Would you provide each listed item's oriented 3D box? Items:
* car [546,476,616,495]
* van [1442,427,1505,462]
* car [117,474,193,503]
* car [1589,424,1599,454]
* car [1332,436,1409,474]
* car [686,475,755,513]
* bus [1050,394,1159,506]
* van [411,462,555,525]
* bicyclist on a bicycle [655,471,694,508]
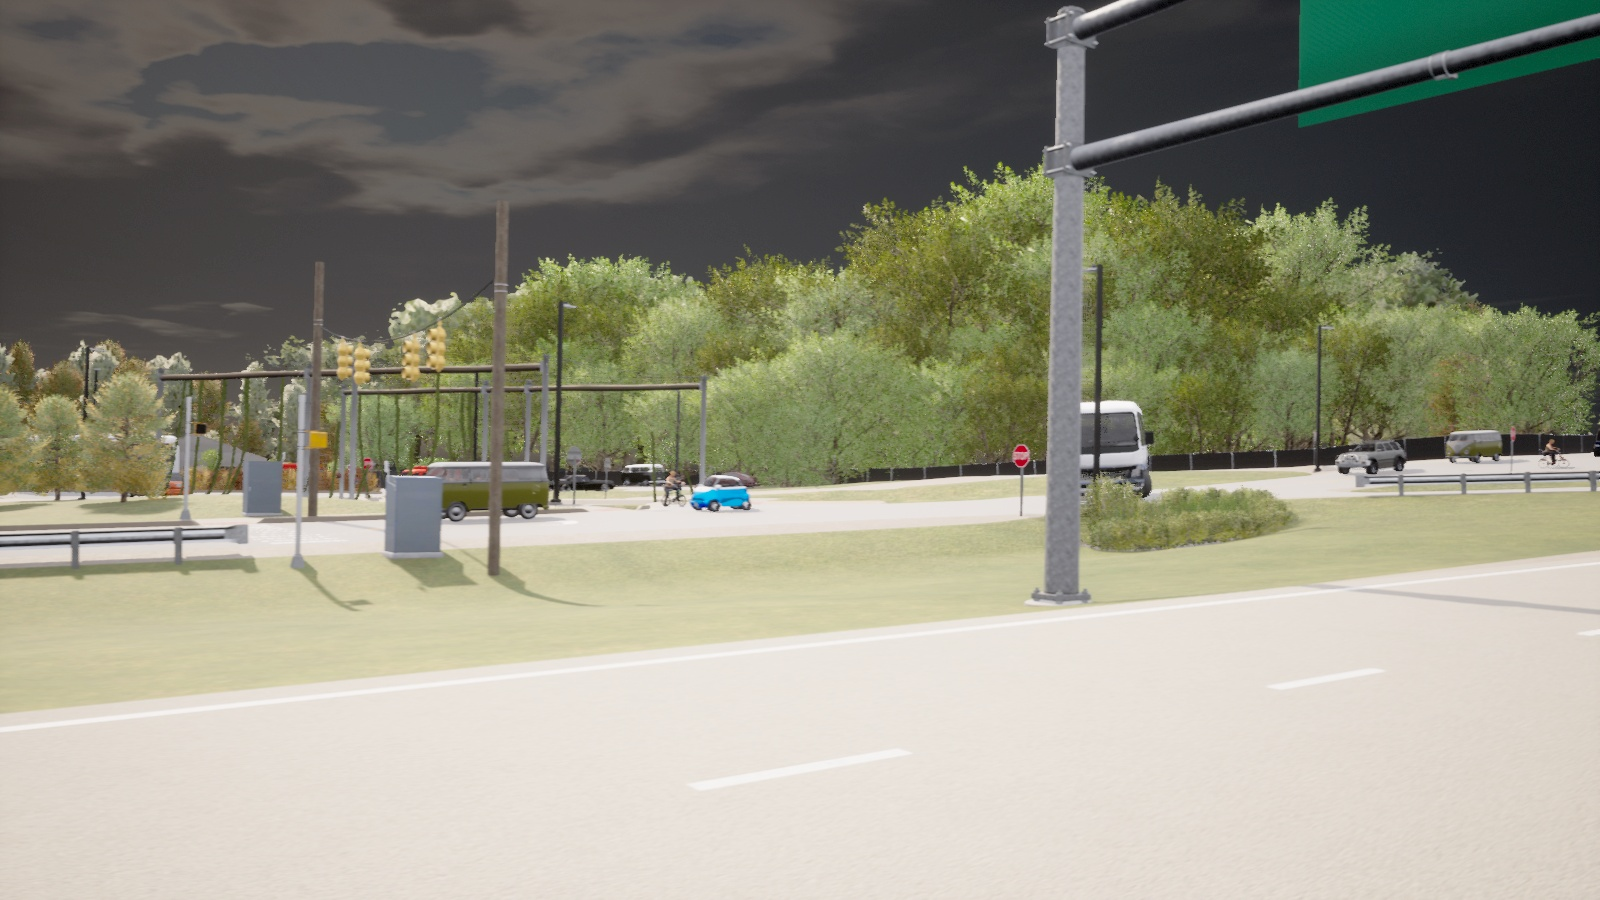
[{"bbox_3d":[-15.880,2.534,91.096,4.718,1.301,1.895,0,-1,-26],"label":"car"},{"bbox_3d":[41.858,-0.378,78.023,4.442,1.987,1.775,-3,1,-38],"label":"van"},{"bbox_3d":[-42.340,2.496,82.479,4.553,1.767,2.097,1,0,26],"label":"car"},{"bbox_3d":[53.452,-0.762,81.980,3.866,1.878,1.905,-2,1,-35],"label":"car"},{"bbox_3d":[32.117,0.263,70.630,4.605,1.855,1.932,-4,2,-37],"label":"car"},{"bbox_3d":[-3.068,1.674,48.274,2.207,1.376,1.481,0,0,-33],"label":"car"},{"bbox_3d":[13.486,-0.017,54.795,3.944,4.253,10.273,-3,0,16],"label":"bus"},{"bbox_3d":[-10.788,1.435,42.868,4.442,1.987,1.775,0,0,-36],"label":"van"},{"bbox_3d":[-5.602,1.754,55.885,1.509,1.612,0.866,-2,-2,36],"label":"bicyclist on a bicycle"}]
